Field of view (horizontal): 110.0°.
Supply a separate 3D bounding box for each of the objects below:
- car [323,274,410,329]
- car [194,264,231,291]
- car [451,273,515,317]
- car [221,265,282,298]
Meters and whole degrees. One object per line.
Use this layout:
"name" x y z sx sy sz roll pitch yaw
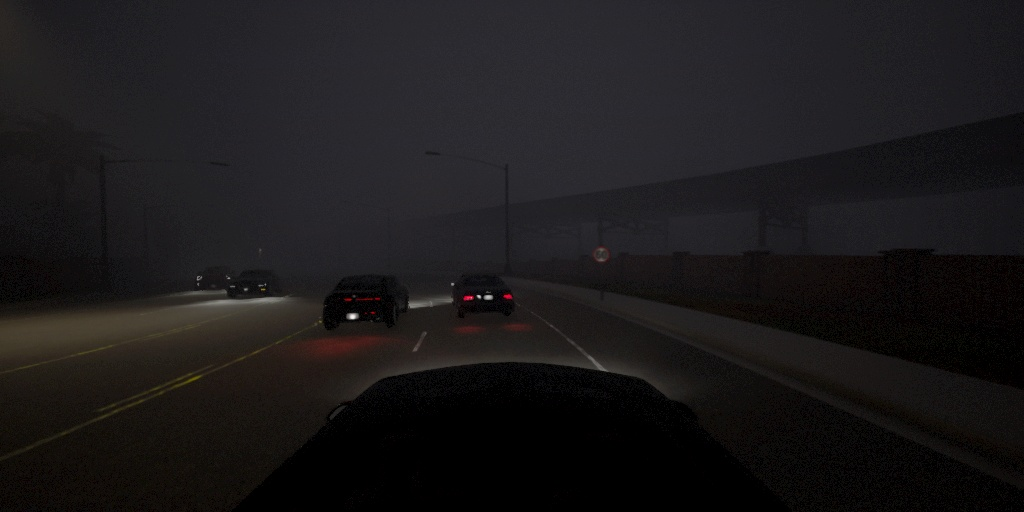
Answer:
"car" -4.529 1.321 11.657 1.837 1.490 4.892 0 0 -10
"car" -21.433 1.489 26.161 2.097 1.767 4.553 -1 0 -33
"car" -1.231 1.328 13.443 2.033 1.411 5.357 -1 0 -12
"car" -14.653 1.494 20.662 1.837 1.490 4.892 0 0 -24
